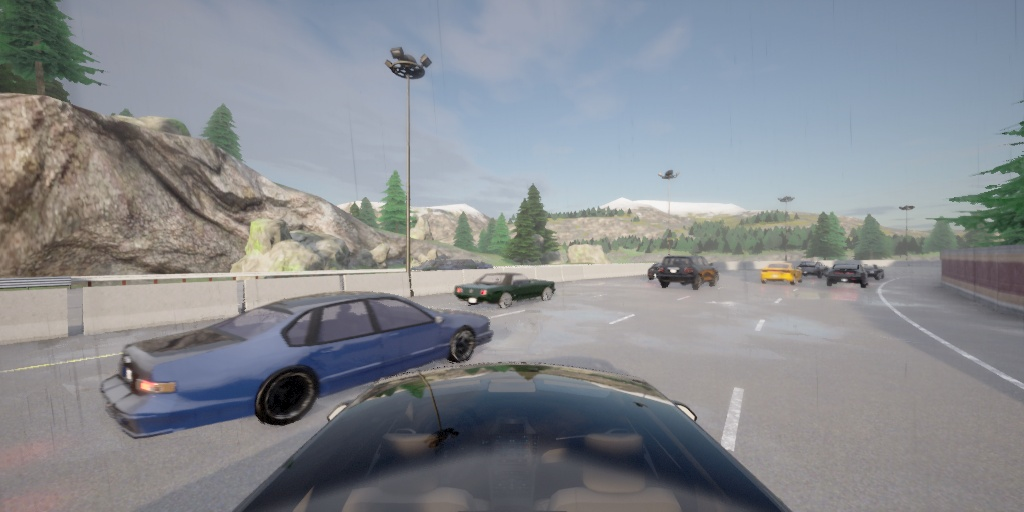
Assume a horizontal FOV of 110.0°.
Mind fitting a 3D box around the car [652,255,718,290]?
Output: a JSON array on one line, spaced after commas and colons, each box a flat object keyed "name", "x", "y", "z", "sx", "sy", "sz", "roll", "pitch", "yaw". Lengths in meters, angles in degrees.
[{"name": "car", "x": 11.283, "y": 0.972, "z": 22.828, "sx": 2.150, "sy": 2.045, "sz": 5.566, "roll": 0, "pitch": 0, "yaw": 44}]

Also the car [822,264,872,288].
[{"name": "car", "x": 22.507, "y": 1.255, "z": 24.017, "sx": 4.892, "sy": 1.490, "sz": 1.837, "roll": 0, "pitch": 0, "yaw": -43}]

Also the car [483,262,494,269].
[{"name": "car", "x": -4.598, "y": 1.297, "z": 41.918, "sx": 2.033, "sy": 1.411, "sz": 5.357, "roll": 0, "pitch": 0, "yaw": 44}]

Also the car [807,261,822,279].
[{"name": "car", "x": 27.777, "y": 1.241, "z": 33.140, "sx": 4.902, "sy": 1.511, "sz": 2.128, "roll": 0, "pitch": 0, "yaw": -39}]

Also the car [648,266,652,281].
[{"name": "car", "x": 12.800, "y": 1.253, "z": 29.299, "sx": 4.892, "sy": 1.490, "sz": 1.837, "roll": 1, "pitch": -1, "yaw": -45}]

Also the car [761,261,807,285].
[{"name": "car", "x": 19.817, "y": 1.228, "z": 26.289, "sx": 5.008, "sy": 1.535, "sz": 1.882, "roll": 0, "pitch": 0, "yaw": -44}]

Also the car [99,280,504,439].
[{"name": "car", "x": -2.585, "y": 1.297, "z": 5.836, "sx": 2.033, "sy": 1.411, "sz": 5.357, "roll": 0, "pitch": 0, "yaw": 35}]

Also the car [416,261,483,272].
[{"name": "car", "x": -4.532, "y": 1.314, "z": 26.397, "sx": 1.994, "sy": 1.385, "sz": 4.181, "roll": 0, "pitch": 0, "yaw": 41}]

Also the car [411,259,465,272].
[{"name": "car", "x": -6.485, "y": 1.102, "z": 29.476, "sx": 2.097, "sy": 1.767, "sz": 4.553, "roll": 0, "pitch": 0, "yaw": 41}]

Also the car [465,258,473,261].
[{"name": "car", "x": -5.540, "y": 1.102, "z": 35.789, "sx": 2.097, "sy": 1.767, "sz": 4.553, "roll": 0, "pitch": 0, "yaw": 43}]

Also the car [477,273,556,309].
[{"name": "car", "x": -0.087, "y": 1.351, "z": 15.021, "sx": 1.895, "sy": 1.301, "sz": 4.718, "roll": 0, "pitch": 0, "yaw": 38}]

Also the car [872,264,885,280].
[{"name": "car", "x": 30.464, "y": 1.351, "z": 30.831, "sx": 4.718, "sy": 1.301, "sz": 1.895, "roll": 0, "pitch": 0, "yaw": -39}]
